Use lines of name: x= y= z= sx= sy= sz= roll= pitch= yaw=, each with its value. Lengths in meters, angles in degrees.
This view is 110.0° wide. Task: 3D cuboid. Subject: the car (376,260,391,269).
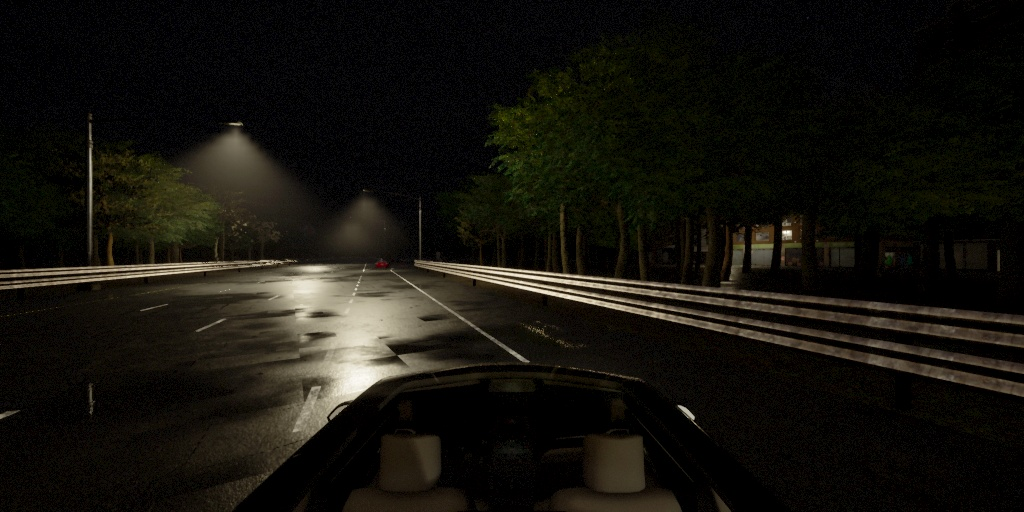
car: x=-20.922 y=1.309 z=58.252 sx=1.994 sy=1.385 sz=4.181 roll=0 pitch=0 yaw=-14
